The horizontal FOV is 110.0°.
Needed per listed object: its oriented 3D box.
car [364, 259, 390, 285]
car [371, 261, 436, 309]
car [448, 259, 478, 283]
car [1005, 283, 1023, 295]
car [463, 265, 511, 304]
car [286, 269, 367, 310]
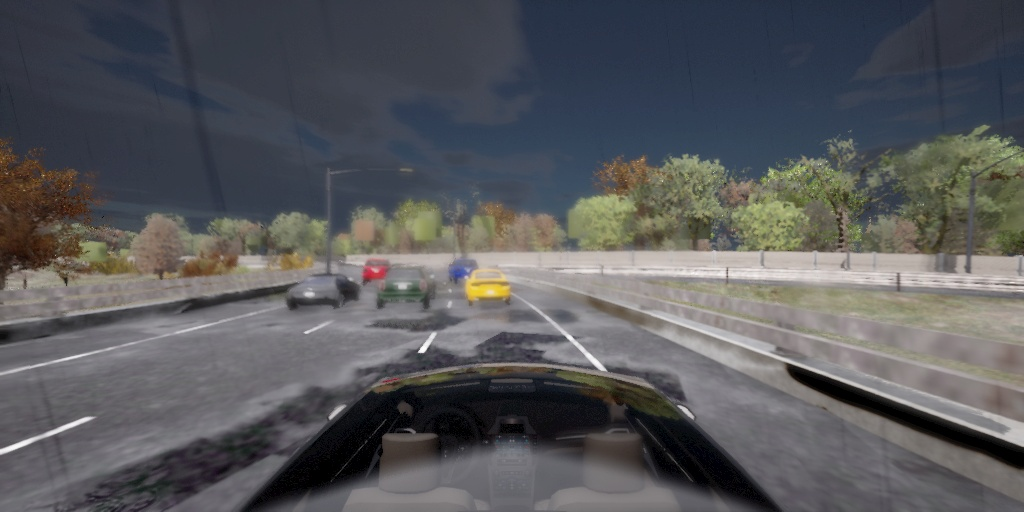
[{"bbox_3d":[-11.033,1.281,29.832,2.150,2.045,5.566,0,0,-16],"label":"car"},{"bbox_3d":[-4.609,1.258,16.197,2.097,1.767,4.553,0,-1,-8],"label":"car"},{"bbox_3d":[-4.287,1.293,31.696,2.150,2.045,5.566,0,0,-16],"label":"car"},{"bbox_3d":[38.991,2.280,25.520,4.718,1.301,1.895,3,1,28],"label":"car"},{"bbox_3d":[-1.262,1.393,17.451,1.882,1.535,5.008,0,0,-9],"label":"car"},{"bbox_3d":[-8.091,1.471,15.820,1.994,1.385,4.181,0,-1,-8],"label":"car"}]
